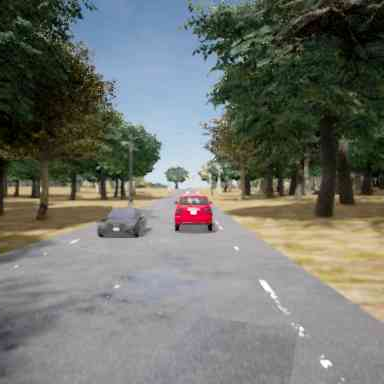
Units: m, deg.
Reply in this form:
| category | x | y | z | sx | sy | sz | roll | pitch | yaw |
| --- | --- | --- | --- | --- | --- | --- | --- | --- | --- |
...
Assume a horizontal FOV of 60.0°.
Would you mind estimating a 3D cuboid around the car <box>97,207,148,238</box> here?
| category | x | y | z | sx | sy | sz | roll | pitch | yaw |
| --- | --- | --- | --- | --- | --- | --- | --- | --- | --- |
| car | -3.500 | 1.506 | 17.328 | 1.994 | 1.385 | 4.181 | 0 | 0 | 0 |

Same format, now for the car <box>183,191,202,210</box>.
| category | x | y | z | sx | sy | sz | roll | pitch | yaw |
| --- | --- | --- | --- | --- | --- | --- | --- | --- | --- |
| car | 0.092 | 0.957 | 40.383 | 2.150 | 2.045 | 5.566 | 0 | 1 | 0 |

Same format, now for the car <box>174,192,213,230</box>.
| category | x | y | z | sx | sy | sz | roll | pitch | yaw |
| --- | --- | --- | --- | --- | --- | --- | --- | --- | --- |
| car | 0.097 | 1.145 | 20.373 | 2.150 | 2.045 | 5.566 | 0 | 1 | 0 |
